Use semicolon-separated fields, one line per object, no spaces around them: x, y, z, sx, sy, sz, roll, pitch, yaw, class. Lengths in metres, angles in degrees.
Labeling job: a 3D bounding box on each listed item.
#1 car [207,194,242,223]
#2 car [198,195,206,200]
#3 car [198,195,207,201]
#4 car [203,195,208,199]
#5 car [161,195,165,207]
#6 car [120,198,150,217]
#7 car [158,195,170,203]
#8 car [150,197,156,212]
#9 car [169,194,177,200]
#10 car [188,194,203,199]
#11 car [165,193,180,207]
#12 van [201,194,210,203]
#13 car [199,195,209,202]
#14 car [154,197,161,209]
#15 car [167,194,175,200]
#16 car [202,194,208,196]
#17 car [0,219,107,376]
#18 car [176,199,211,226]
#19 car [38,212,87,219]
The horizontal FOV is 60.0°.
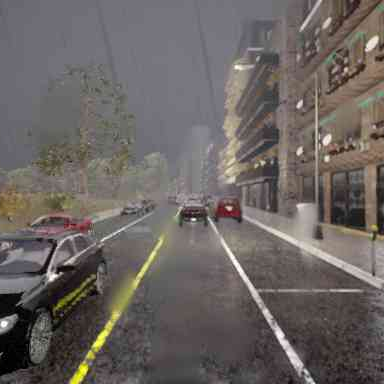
2.573;1.263;25.129;2.192;1.841;5.009;1;0;0;car
2.564;1.409;87.400;1.947;1.339;4.313;1;0;0;car
2.565;1.395;81.739;1.887;1.381;4.507;1;0;0;car
2.569;1.482;42.112;1.947;1.339;4.313;1;0;0;car
-5.312;1.458;47.079;2.008;1.369;4.403;1;0;0;car
-5.310;1.489;30.117;2.008;1.369;4.403;1;0;0;car
-5.312;1.318;64.040;1.967;1.590;4.097;1;0;0;car
-5.311;1.510;35.771;1.802;1.307;4.206;1;0;0;car
-5.317;1.388;92.311;2.008;1.369;4.403;1;0;0;car
0.096;1.373;42.062;1.801;1.575;5.366;0;0;0;car
-2.837;1.258;47.829;2.097;1.767;4.553;0;0;0;car
2.569;1.217;64.756;1.690;1.788;3.998;1;0;0;van
2.566;1.433;70.417;1.947;1.339;4.313;1;0;0;car
-5.311;1.462;41.425;1.887;1.381;4.507;1;0;0;car
-5.316;1.370;86.486;1.752;1.417;4.829;1;0;0;car
2.570;1.201;59.094;2.192;1.841;5.009;1;0;0;car
-2.851;1.479;5.783;2.128;1.511;4.902;0;0;0;car
0.098;1.457;22.993;1.837;1.490;4.892;0;0;0;car
-5.308;1.517;13.155;1.887;1.381;4.507;1;0;0;car
